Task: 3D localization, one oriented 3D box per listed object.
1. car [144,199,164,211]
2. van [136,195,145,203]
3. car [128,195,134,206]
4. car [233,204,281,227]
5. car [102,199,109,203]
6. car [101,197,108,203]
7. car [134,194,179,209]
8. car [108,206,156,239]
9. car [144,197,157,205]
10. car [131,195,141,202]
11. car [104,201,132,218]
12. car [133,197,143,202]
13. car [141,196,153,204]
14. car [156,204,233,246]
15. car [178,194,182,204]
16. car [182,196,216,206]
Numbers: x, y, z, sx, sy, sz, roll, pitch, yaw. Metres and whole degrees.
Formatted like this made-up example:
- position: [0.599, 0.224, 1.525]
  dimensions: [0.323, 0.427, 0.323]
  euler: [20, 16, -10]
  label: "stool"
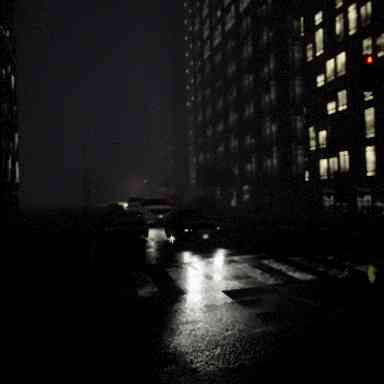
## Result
- position: [-5.433, 1.769, 46.629]
  dimensions: [2.033, 1.411, 5.357]
  euler: [-2, 0, -15]
  label: "car"
- position: [-12.850, 1.728, 82.689]
  dimensions: [1.690, 1.788, 3.998]
  euler: [-1, 0, -16]
  label: "van"
- position: [-5.844, 1.463, 36.497]
  dimensions: [2.150, 2.045, 5.566]
  euler: [-2, 0, -16]
  label: "car"
- position: [4.131, 1.501, 22.310]
  dimensions: [1.752, 1.417, 4.829]
  euler: [-1, 0, -16]
  label: "car"
- position: [-8.655, 1.870, 36.937]
  dimensions: [2.008, 1.369, 4.403]
  euler: [-1, 0, -16]
  label: "car"
- position: [-22.433, 2.088, 85.818]
  dimensions: [1.967, 1.590, 4.097]
  euler: [-1, 0, -16]
  label: "car"
- position: [-2.949, 1.391, 26.180]
  dimensions: [2.150, 2.045, 5.566]
  euler: [-2, 0, -16]
  label: "car"
- position: [-3.461, 1.740, 18.612]
  dimensions: [2.008, 1.369, 4.403]
  euler: [-1, 0, -16]
  label: "car"
- position: [-8.255, 1.823, 66.400]
  dimensions: [1.887, 1.381, 4.507]
  euler: [-1, 0, -16]
  label: "car"
- position: [-15.911, 1.773, 93.549]
  dimensions: [2.192, 1.841, 5.009]
  euler: [-1, 0, -16]
  label: "car"
- position: [-7.124, 1.847, 31.506]
  dimensions: [1.947, 1.339, 4.313]
  euler: [-1, 0, -16]
  label: "car"
- position: [-14.376, 1.974, 88.119]
  dimensions: [2.008, 1.369, 4.403]
  euler: [-1, 0, -16]
  label: "car"
- position: [-9.787, 1.755, 71.830]
  dimensions: [1.967, 1.590, 4.097]
  euler: [-1, 0, -16]
  label: "car"
- position: [-0.094, 1.589, 16.070]
  dimensions: [2.128, 1.511, 4.902]
  euler: [-2, 0, -16]
  label: "car"
- position: [-2.848, 1.376, 48.692]
  dimensions: [2.150, 2.045, 5.566]
  euler: [-2, 0, -16]
  label: "car"
- position: [0.922, 1.371, 33.821]
  dimensions: [2.192, 1.841, 5.009]
  euler: [-1, 0, -16]
  label: "car"
